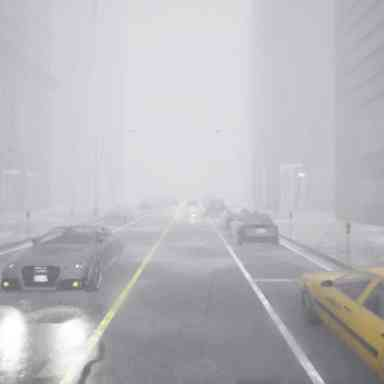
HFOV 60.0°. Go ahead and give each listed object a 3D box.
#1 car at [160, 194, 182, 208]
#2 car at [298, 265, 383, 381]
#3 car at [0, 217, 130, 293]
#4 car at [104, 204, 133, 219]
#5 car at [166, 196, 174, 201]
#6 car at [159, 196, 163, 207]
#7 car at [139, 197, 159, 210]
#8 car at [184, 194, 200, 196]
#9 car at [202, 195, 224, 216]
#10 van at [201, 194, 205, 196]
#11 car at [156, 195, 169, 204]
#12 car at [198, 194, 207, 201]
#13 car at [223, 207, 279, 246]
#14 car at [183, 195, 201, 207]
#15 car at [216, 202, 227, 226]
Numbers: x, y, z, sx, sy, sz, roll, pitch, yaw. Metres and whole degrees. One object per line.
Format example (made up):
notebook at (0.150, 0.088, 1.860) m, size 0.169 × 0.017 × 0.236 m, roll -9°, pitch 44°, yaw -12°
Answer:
car at (-3.077, 1.329, 49.919) m, size 2.150 × 2.045 × 5.566 m, roll 0°, pitch 0°, yaw 0°
car at (2.763, 1.534, 4.293) m, size 1.752 × 1.417 × 4.829 m, roll 0°, pitch 0°, yaw 0°
car at (-3.100, 1.582, 8.802) m, size 1.994 × 1.385 × 4.181 m, roll 0°, pitch 0°, yaw 0°
car at (-5.760, 1.638, 26.584) m, size 1.802 × 1.307 × 4.206 m, roll 0°, pitch 0°, yaw 0°
car at (-5.755, 1.784, 88.386) m, size 1.802 × 1.307 × 4.206 m, roll 0°, pitch 0°, yaw 0°
car at (-5.758, 1.671, 49.058) m, size 1.947 × 1.339 × 4.313 m, roll 0°, pitch 0°, yaw 0°
car at (-5.759, 1.638, 43.439) m, size 1.887 × 1.381 × 4.507 m, roll 0°, pitch 0°, yaw 0°
car at (0.007, 1.502, 72.559) m, size 2.128 × 1.511 × 4.902 m, roll 0°, pitch 0°, yaw 0°
car at (2.390, 1.426, 33.629) m, size 2.097 × 1.767 × 4.553 m, roll 0°, pitch 0°, yaw 0°
van at (2.767, 1.460, 54.693) m, size 1.690 × 1.788 × 3.998 m, roll 0°, pitch 0°, yaw 0°
car at (-5.757, 1.460, 65.913) m, size 2.192 × 1.841 × 5.009 m, roll 0°, pitch 0°, yaw 0°
car at (2.770, 1.517, 88.406) m, size 2.192 × 1.841 × 5.009 m, roll 0°, pitch 0°, yaw 0°
car at (2.764, 1.598, 15.361) m, size 1.947 × 1.339 × 4.313 m, roll 0°, pitch 0°, yaw 0°
car at (0.005, 1.661, 52.250) m, size 2.033 × 1.411 × 5.357 m, roll 0°, pitch 0°, yaw 0°
car at (2.764, 1.589, 20.980) m, size 1.887 × 1.381 × 4.507 m, roll 0°, pitch 0°, yaw 0°
